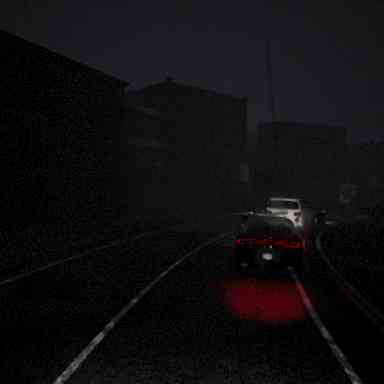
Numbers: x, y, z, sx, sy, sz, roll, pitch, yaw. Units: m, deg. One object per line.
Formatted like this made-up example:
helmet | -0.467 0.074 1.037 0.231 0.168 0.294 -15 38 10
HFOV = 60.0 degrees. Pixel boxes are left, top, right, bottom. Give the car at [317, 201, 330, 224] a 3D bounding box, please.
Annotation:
car | 8.627 1.690 24.774 1.837 1.490 4.892 3 1 33

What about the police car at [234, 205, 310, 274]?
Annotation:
police car | 2.587 1.464 11.051 1.930 1.638 5.238 1 0 15

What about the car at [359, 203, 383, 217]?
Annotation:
car | 22.096 2.050 39.724 5.008 1.535 1.882 2 3 -32

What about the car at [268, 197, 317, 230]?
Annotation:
car | 5.862 1.335 19.838 2.150 2.045 5.566 2 0 26
